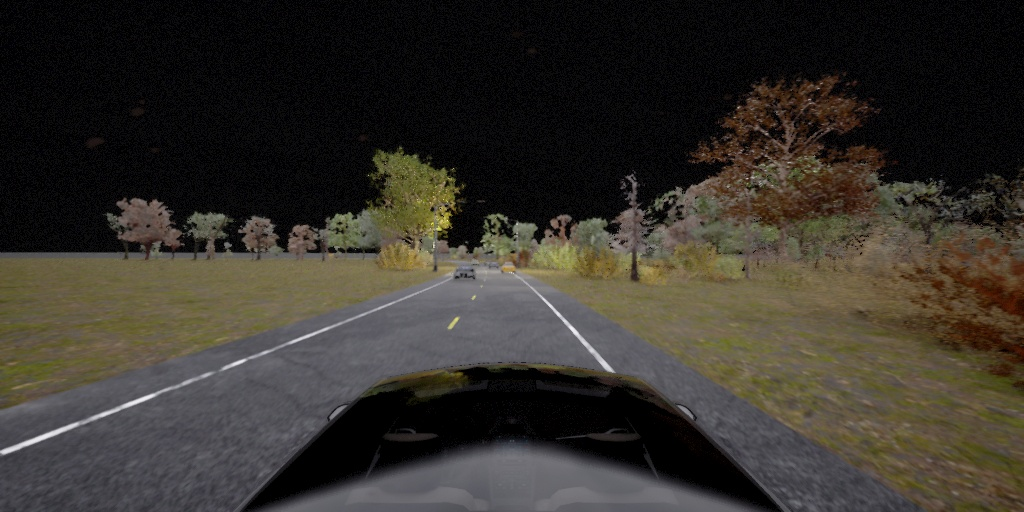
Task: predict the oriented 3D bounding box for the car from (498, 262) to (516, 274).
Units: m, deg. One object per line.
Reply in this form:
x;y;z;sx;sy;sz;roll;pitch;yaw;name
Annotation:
-0.512;1.561;48.969;1.801;1.575;5.366;0;0;-4;car

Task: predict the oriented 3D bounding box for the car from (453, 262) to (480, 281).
-4.436;1.583;34.250;1.994;1.385;4.181;0;0;-3;car
